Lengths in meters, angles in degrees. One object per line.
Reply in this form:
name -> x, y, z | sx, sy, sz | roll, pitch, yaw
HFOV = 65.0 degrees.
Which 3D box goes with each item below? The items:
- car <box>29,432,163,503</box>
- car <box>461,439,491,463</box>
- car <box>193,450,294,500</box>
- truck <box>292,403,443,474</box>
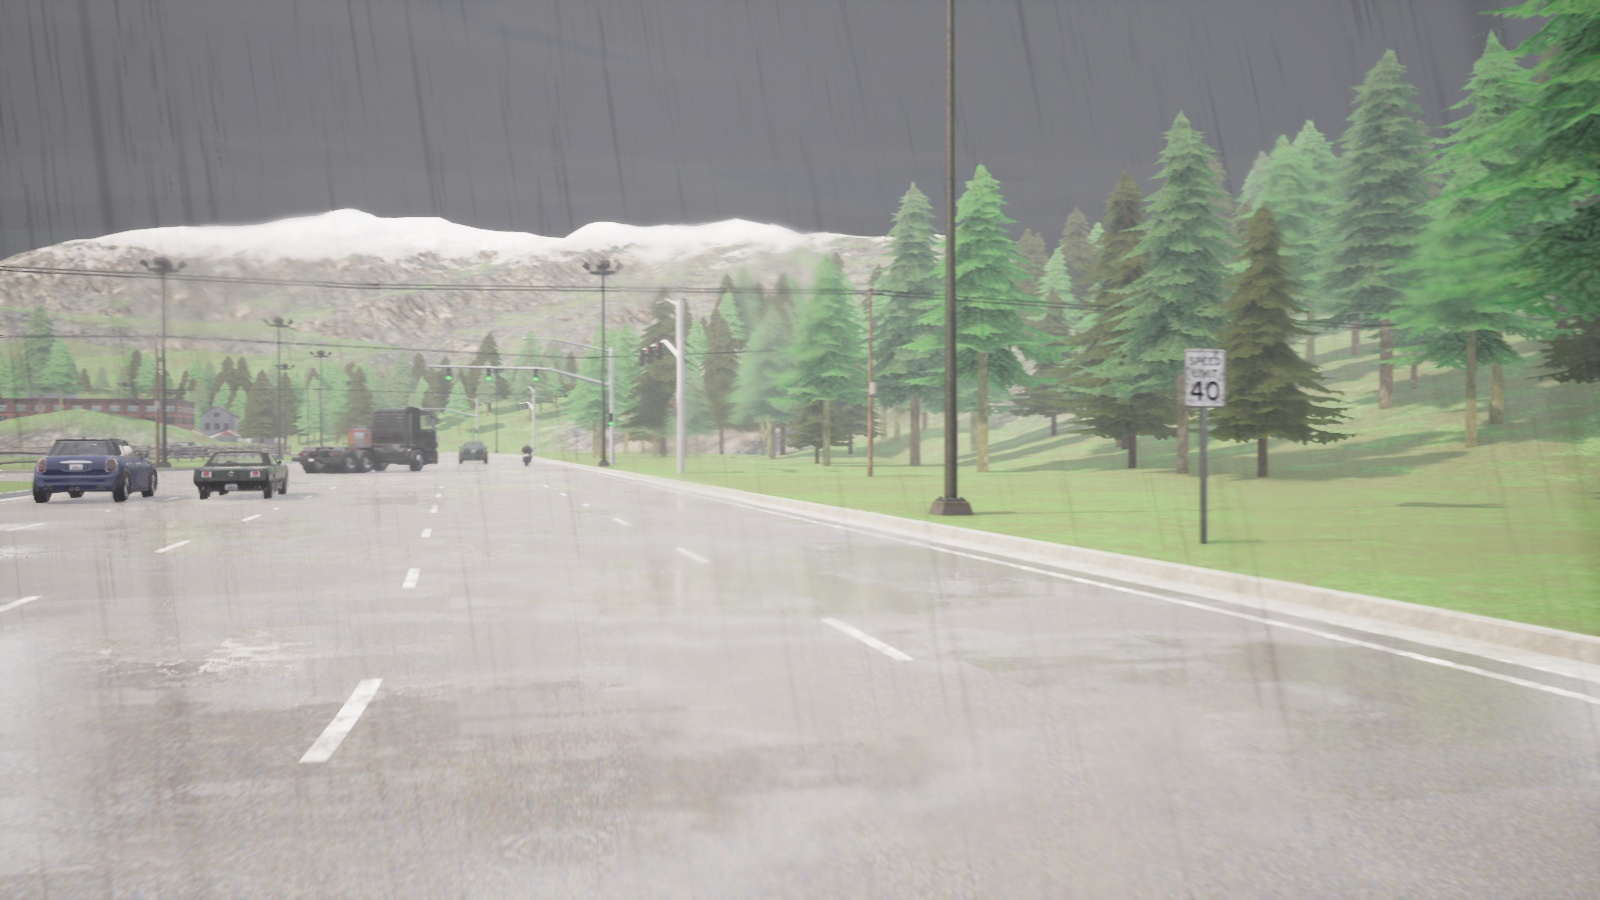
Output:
car -> -18.747, 0.418, 33.691 | 2.097, 1.767, 4.553 | 0, 0, -15
car -> -24.214, 0.081, 93.749 | 2.097, 1.767, 4.553 | 0, 0, -15
car -> -15.583, 0.651, 35.395 | 1.895, 1.301, 4.718 | 0, 0, -15
truck -> -22.317, -0.600, 65.361 | 2.891, 3.462, 7.936 | 0, 0, 23
